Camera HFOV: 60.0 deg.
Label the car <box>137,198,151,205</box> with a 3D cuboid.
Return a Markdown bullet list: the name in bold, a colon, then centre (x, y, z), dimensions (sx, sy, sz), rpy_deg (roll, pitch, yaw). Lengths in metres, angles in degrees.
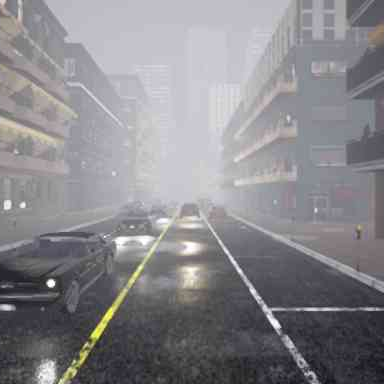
- **car**: centre (-6.036, 1.775, 36.911), dimensions (1.967, 1.590, 4.097), rpy_deg (-1, -1, -1)

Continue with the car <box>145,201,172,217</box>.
- **car**: centre (-3.447, 1.916, 34.915), dimensions (1.895, 1.301, 4.718), rpy_deg (0, -1, -1)

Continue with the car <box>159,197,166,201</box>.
- **car**: centre (-6.291, 1.851, 59.318), dimensions (2.192, 1.841, 5.009), rpy_deg (-1, -1, -1)

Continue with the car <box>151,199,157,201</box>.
- **car**: centre (-6.092, 1.936, 42.512), dimensions (2.008, 1.369, 4.403), rpy_deg (-1, -1, -1)

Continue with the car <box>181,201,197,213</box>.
- **car**: centre (-0.347, 1.956, 43.876), dimensions (1.994, 1.385, 4.181), rpy_deg (0, 0, 0)

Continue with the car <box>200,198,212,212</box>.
- **car**: centre (2.253, 1.905, 42.739), dimensions (1.752, 1.417, 4.829), rpy_deg (-1, -1, -1)

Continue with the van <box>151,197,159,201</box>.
- **van**: centre (-6.152, 1.776, 48.115), dimensions (1.690, 1.788, 3.998), rpy_deg (-1, -1, -1)

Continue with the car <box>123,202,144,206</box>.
- **car**: centre (-5.976, 1.867, 31.309), dimensions (1.802, 1.307, 4.206), rpy_deg (-1, -1, -1)

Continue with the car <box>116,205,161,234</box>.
- **car**: centre (-3.277, 1.748, 20.245), dimensions (1.994, 1.385, 4.181), rpy_deg (0, -1, 0)

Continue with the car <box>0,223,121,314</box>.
- **car**: centre (-3.167, 1.675, 7.851), dimensions (1.895, 1.301, 4.718), rpy_deg (0, -1, -1)

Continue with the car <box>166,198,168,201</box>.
- **car**: centre (-6.362, 2.137, 64.918), dimensions (2.008, 1.369, 4.403), rpy_deg (-1, -1, -1)

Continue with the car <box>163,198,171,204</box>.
- **car**: centre (-6.585, 2.370, 87.323), dimensions (1.802, 1.307, 4.206), rpy_deg (-1, -1, -1)

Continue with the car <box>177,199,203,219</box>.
- **car**: centre (-0.218, 1.773, 33.054), dimensions (1.882, 1.535, 5.008), rpy_deg (0, 0, -1)

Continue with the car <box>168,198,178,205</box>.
- **car**: centre (-3.725, 2.180, 71.767), dimensions (2.033, 1.411, 5.357), rpy_deg (0, -1, -1)

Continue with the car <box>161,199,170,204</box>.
- **car**: centre (-6.528, 2.320, 81.722), dimensions (1.802, 1.307, 4.206), rpy_deg (-1, -1, -1)

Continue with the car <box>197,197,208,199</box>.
- **car**: centre (2.137, 1.794, 53.774), dimensions (2.192, 1.841, 5.009), rpy_deg (-1, -1, -1)

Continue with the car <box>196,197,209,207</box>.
- **car**: centre (2.021, 1.894, 64.977), dimensions (2.192, 1.841, 5.009), rpy_deg (-1, -1, -1)

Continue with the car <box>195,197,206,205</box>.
- **car**: centre (1.907, 1.995, 76.181), dimensions (2.192, 1.841, 5.009), rpy_deg (-1, -1, -1)

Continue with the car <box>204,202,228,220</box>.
- **car**: centre (2.371, 1.860, 31.366), dimensions (1.802, 1.307, 4.206), rpy_deg (-1, -1, -1)
